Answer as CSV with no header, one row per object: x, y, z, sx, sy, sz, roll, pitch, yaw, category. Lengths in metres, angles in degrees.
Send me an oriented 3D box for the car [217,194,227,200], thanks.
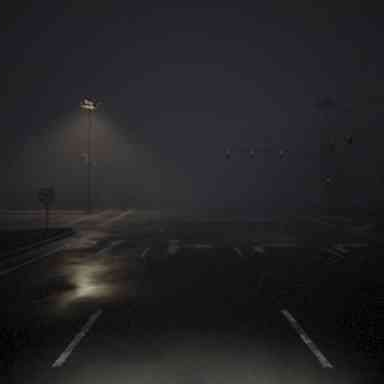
8.757,1.576,93.175,2.033,1.411,5.357,0,0,0,car

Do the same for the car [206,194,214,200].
5.260,1.633,94.051,1.895,1.301,4.718,0,0,0,car

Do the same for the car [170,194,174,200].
-5.240,1.538,94.061,1.837,1.490,4.892,0,0,0,car

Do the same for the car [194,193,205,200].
1.757,1.261,93.231,2.150,2.045,5.566,0,0,0,car

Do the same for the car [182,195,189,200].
-1.741,1.632,93.661,1.895,1.301,4.718,0,0,0,car

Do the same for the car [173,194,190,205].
-1.862,1.520,61.768,2.128,1.511,4.902,0,0,0,car
